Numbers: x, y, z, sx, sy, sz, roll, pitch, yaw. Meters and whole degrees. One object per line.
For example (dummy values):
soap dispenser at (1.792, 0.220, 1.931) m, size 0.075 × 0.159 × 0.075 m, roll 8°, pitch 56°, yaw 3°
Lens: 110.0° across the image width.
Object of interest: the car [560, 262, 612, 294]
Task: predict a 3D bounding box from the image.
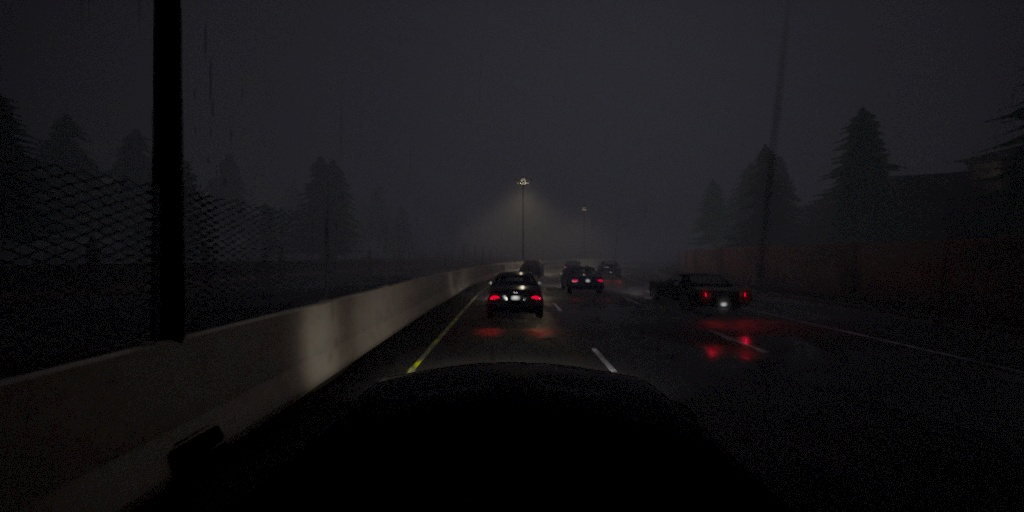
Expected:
car at (3.801, 1.253, 19.987) m, size 2.033 × 1.411 × 5.357 m, roll 0°, pitch 0°, yaw 2°

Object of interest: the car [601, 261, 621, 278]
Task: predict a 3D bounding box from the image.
car at (8.987, 1.165, 33.241) m, size 2.128 × 1.511 × 4.902 m, roll 0°, pitch 0°, yaw 11°

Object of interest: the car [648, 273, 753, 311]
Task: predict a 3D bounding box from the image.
car at (7.121, 1.321, 14.240) m, size 1.895 × 1.301 × 4.718 m, roll 0°, pitch 0°, yaw 0°

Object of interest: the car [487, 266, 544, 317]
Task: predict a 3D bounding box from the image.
car at (0.112, 1.269, 13.002) m, size 2.033 × 1.411 × 5.357 m, roll 0°, pitch 0°, yaw 0°

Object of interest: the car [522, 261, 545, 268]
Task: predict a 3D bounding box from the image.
car at (1.918, 1.176, 33.509) m, size 1.837 × 1.490 × 4.892 m, roll 0°, pitch 0°, yaw 10°
